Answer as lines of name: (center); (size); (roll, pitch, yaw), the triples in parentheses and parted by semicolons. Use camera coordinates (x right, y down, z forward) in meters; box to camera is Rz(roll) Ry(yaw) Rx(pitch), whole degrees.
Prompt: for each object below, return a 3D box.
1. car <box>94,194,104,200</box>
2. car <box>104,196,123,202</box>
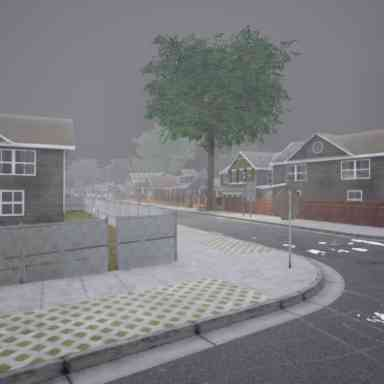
car: (-23.659, 1.454, 86.464); (1.812, 1.442, 4.674); (0, 0, -23)
car: (-12.095, 1.496, 52.523); (2.128, 1.511, 4.902); (0, 0, -23)
